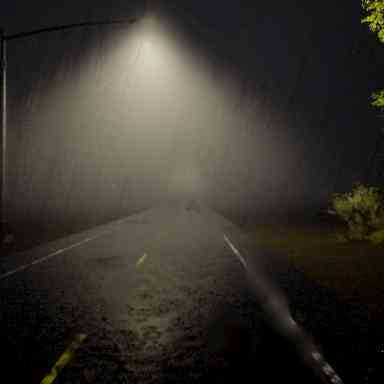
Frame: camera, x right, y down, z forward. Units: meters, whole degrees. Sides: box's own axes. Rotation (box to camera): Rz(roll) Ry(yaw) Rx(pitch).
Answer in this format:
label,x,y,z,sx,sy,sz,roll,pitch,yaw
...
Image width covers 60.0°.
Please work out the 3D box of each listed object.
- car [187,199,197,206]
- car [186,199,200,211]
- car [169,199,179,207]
label,x,y,z,sx,sy,sz,roll,pitch,yaw
car,0.094,2.202,68.208,1.994,1.385,4.181,0,-1,0
car,0.096,1.943,49.811,1.882,1.535,5.008,0,-1,0
car,-3.512,2.176,66.030,1.994,1.385,4.181,0,0,0
